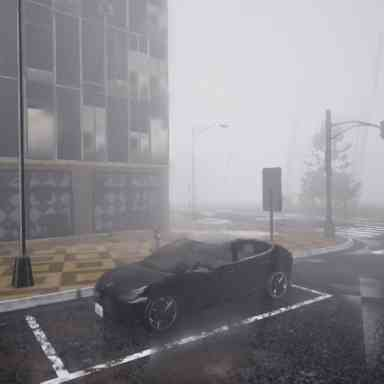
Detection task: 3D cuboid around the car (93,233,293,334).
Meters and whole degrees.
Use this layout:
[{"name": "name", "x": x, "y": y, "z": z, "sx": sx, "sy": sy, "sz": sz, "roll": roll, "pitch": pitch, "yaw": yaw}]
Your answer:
[{"name": "car", "x": 0.241, "y": 1.565, "z": 6.739, "sx": 4.313, "sy": 1.339, "sz": 1.947, "roll": 0, "pitch": -1, "yaw": -35}]
